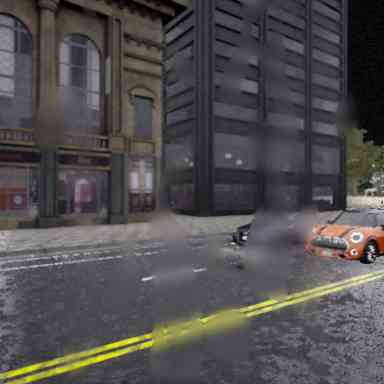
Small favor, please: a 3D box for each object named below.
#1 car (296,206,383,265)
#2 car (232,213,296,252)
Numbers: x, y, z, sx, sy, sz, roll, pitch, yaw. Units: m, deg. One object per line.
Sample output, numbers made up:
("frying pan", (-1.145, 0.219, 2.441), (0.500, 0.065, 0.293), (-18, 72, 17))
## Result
("car", (6.212, 1.434, 12.167), (4.553, 1.767, 2.097), (0, 0, -36))
("car", (3.732, 1.642, 14.384), (4.181, 1.385, 1.994), (0, 0, -36))
